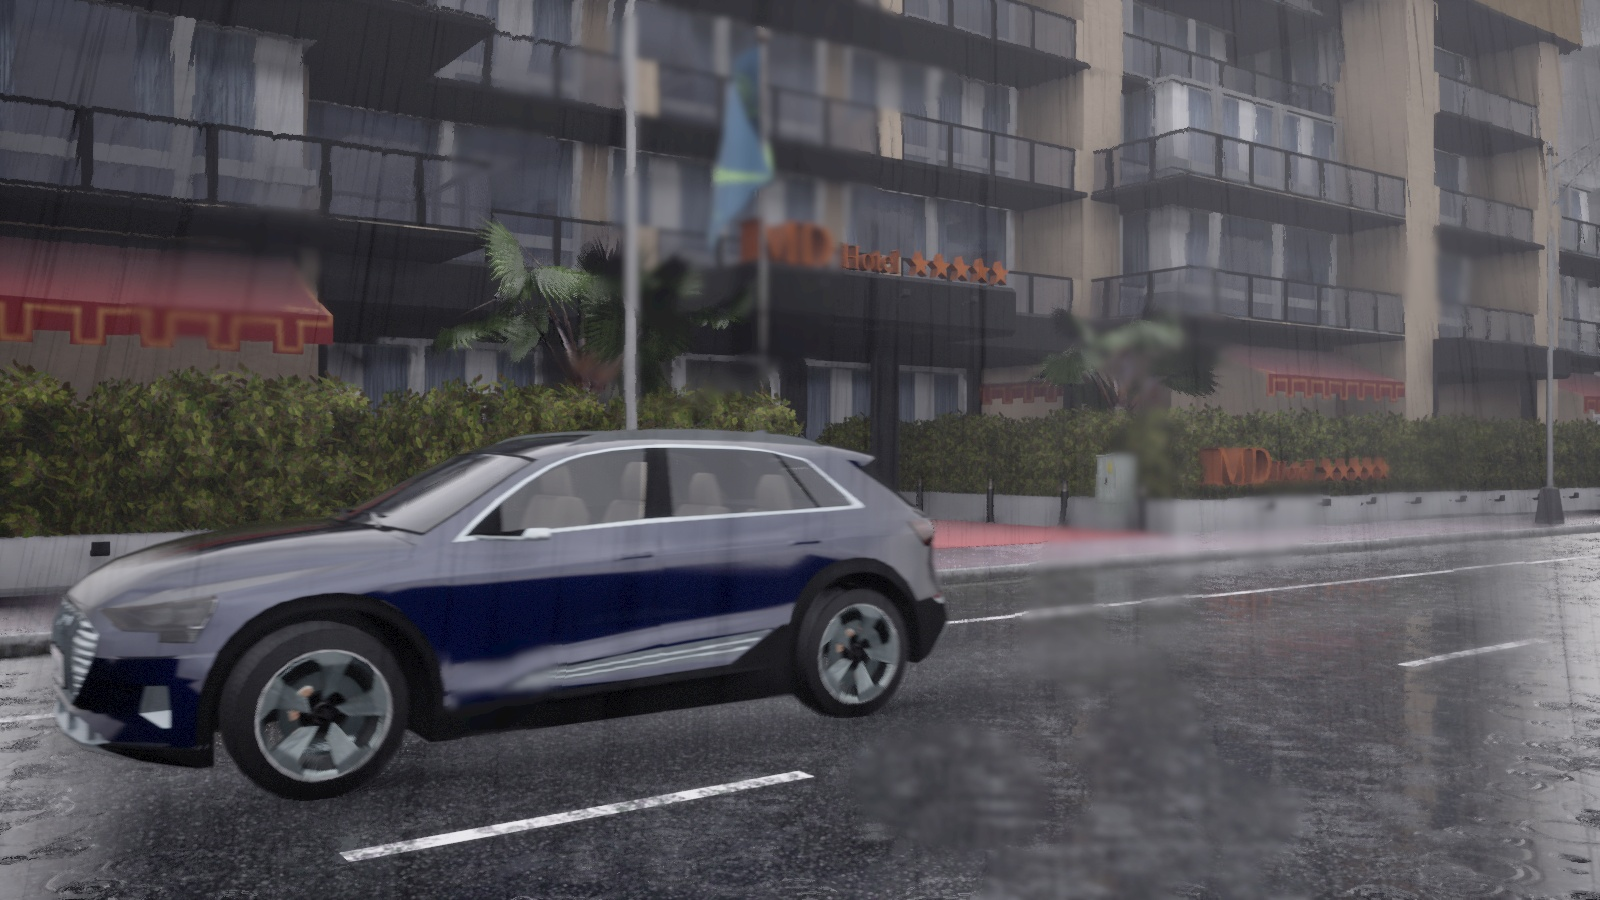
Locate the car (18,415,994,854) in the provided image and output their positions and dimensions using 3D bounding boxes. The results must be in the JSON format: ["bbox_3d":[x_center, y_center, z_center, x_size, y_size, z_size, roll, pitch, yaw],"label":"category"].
[{"bbox_3d":[-1.404,0.695,6.961,4.856,1.649,2.033,0,0,-36],"label":"car"}]
